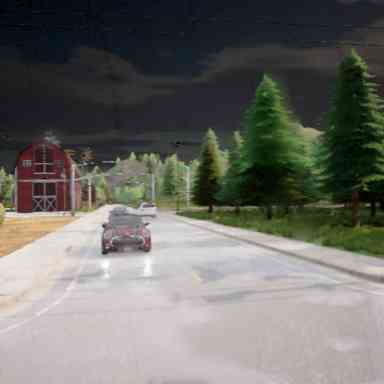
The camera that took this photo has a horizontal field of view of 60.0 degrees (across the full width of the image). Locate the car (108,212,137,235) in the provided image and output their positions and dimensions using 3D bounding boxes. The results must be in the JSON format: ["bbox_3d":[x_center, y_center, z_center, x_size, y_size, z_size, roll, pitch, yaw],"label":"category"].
[{"bbox_3d":[-5.392,2.328,25.472,1.994,1.385,4.181,-1,-1,-13],"label":"car"}]

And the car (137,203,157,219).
[{"bbox_3d":[-5.886,2.450,43.610,2.150,2.045,5.566,-1,-1,-13],"label":"car"}]

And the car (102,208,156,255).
[{"bbox_3d":[-3.152,1.838,15.871,2.097,1.767,4.553,-1,-1,-13],"label":"car"}]
